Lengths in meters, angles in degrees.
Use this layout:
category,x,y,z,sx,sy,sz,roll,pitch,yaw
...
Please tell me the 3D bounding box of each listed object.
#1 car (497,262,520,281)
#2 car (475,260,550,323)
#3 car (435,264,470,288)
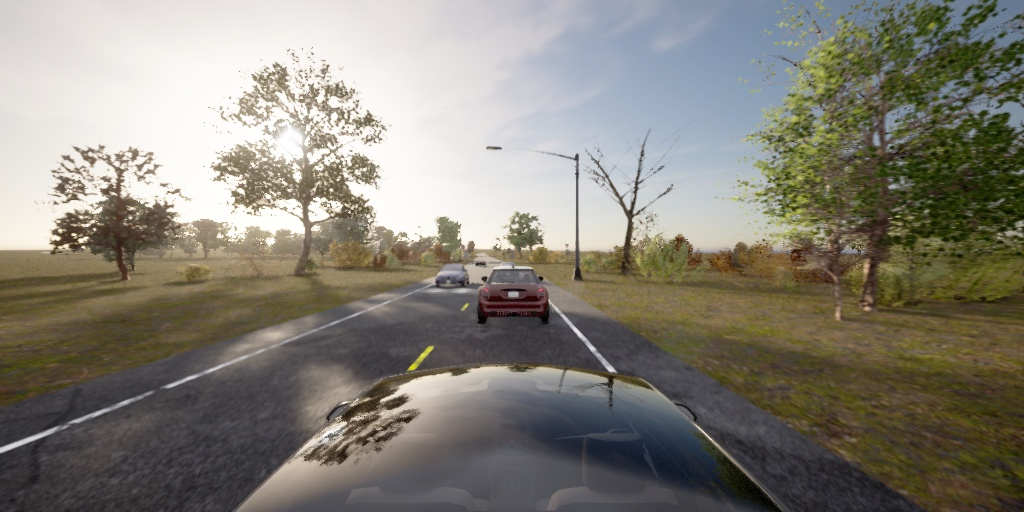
category,x,y,z,sx,sy,sz,roll,pitch,yaw
car,-0.362,1.255,30.537,1.812,1.442,4.674,0,0,-2
car,0.022,1.098,12.190,2.097,1.767,4.553,0,0,-1
car,-3.886,1.265,23.967,1.812,1.442,4.674,0,0,-1
